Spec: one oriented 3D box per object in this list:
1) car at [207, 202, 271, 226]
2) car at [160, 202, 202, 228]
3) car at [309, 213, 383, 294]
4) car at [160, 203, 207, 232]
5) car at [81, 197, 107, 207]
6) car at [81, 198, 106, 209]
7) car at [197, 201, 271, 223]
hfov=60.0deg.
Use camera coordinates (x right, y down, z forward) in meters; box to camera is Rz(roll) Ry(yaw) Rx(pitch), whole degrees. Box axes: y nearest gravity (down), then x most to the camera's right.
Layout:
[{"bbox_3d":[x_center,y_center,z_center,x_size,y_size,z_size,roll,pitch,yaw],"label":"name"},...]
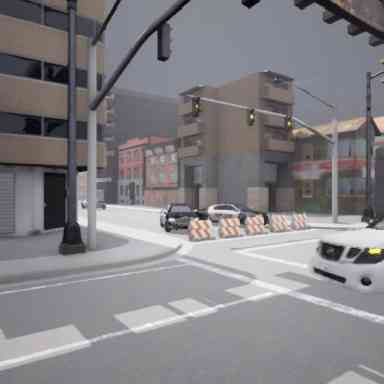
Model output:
[{"bbox_3d":[2.770,1.443,22.160,4.974,1.542,2.038,0,0,34],"label":"car"},{"bbox_3d":[-0.813,1.288,20.057,1.853,1.218,4.536,0,0,-11],"label":"car"},{"bbox_3d":[5.501,1.216,7.417,5.566,2.045,2.150,0,-2,-10],"label":"car"},{"bbox_3d":[-0.803,1.446,20.006,2.038,1.542,4.974,0,0,-11],"label":"car"},{"bbox_3d":[-12.937,1.286,43.691,1.853,1.218,4.536,0,0,-36],"label":"car"},{"bbox_3d":[-12.906,1.443,43.649,2.038,1.542,4.974,0,0,-36],"label":"car"},{"bbox_3d":[2.726,1.285,22.189,4.536,1.218,1.853,0,0,34],"label":"car"}]
